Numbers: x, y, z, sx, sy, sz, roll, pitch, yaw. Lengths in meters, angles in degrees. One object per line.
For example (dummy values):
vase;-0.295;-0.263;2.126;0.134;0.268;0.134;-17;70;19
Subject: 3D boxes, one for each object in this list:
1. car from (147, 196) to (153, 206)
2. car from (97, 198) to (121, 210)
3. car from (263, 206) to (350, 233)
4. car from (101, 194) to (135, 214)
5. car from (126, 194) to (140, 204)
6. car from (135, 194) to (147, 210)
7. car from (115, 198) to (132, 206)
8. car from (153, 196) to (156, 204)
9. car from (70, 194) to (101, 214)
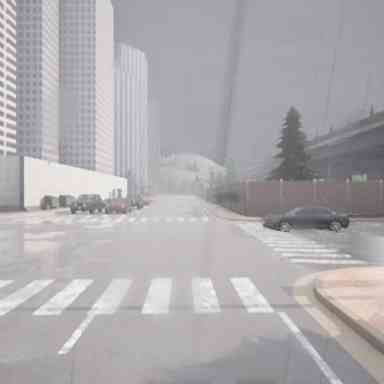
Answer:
car;-7.932;1.553;54.214;1.812;1.442;4.674;0;0;-1
car;-11.322;1.571;45.908;2.033;1.411;5.357;0;0;-1
car;6.611;1.571;19.471;4.892;1.490;1.837;0;0;-2
car;-7.646;1.370;34.877;2.097;1.767;4.553;0;0;-1
car;-11.564;1.385;65.398;2.097;1.767;4.553;0;0;-1
car;-7.804;1.244;44.452;2.150;2.045;5.566;0;0;-1
car;-11.438;1.629;55.480;1.895;1.301;4.718;0;0;0
car;-8.038;1.511;64.556;1.882;1.535;5.008;0;0;-1
car;-11.160;1.240;35.665;2.150;2.045;5.566;0;0;-1
